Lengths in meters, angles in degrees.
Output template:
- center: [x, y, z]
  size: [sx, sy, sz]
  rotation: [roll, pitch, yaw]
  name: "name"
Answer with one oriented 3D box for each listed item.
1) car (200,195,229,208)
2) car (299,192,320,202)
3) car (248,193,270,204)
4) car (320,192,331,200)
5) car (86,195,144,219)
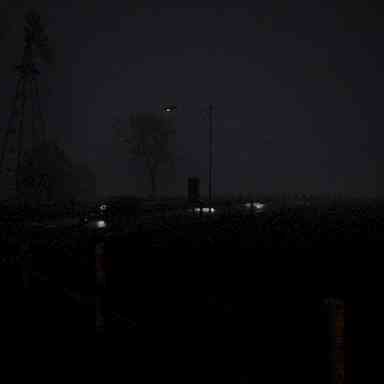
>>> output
- center: [2.633, 1.069, 37.756]
  size: [1.994, 1.385, 4.181]
  rotation: [1, 1, 35]
  name: "car"
- center: [18.947, 0.800, 54.370]
  size: [1.812, 1.442, 4.674]
  rotation: [1, 2, 35]
  name: "car"
- center: [9.636, 0.873, 47.575]
  size: [1.812, 1.442, 4.674]
  rotation: [1, 1, 36]
  name: "car"
- center: [24.746, 0.710, 62.554]
  size: [1.994, 1.385, 4.181]
  rotation: [1, 1, 36]
  name: "car"
- center: [-5.902, 1.053, 25.725]
  size: [2.097, 1.767, 4.553]
  rotation: [1, 2, 35]
  name: "car"
